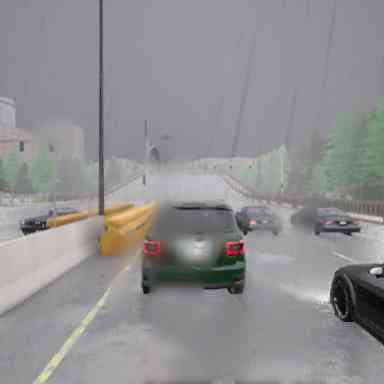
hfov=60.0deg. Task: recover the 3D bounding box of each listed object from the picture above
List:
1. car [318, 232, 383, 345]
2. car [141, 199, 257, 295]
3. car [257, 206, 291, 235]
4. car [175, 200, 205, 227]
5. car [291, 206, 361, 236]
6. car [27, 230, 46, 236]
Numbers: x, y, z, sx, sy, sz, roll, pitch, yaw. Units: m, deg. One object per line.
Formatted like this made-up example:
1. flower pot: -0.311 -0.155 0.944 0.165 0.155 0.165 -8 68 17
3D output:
1. car: 3.554 1.542 4.489 1.994 1.385 4.181 0 0 -1
2. car: 0.010 1.182 8.745 2.150 2.045 5.566 0 1 -1
3. car: 3.415 1.461 18.006 2.033 1.411 5.357 0 0 -1
4. car: -0.137 1.395 22.857 1.837 1.490 4.892 0 0 -1
5. car: 6.913 1.461 17.805 2.033 1.411 5.357 0 0 -1
6. car: -7.255 1.515 17.814 1.895 1.301 4.718 0 0 0
